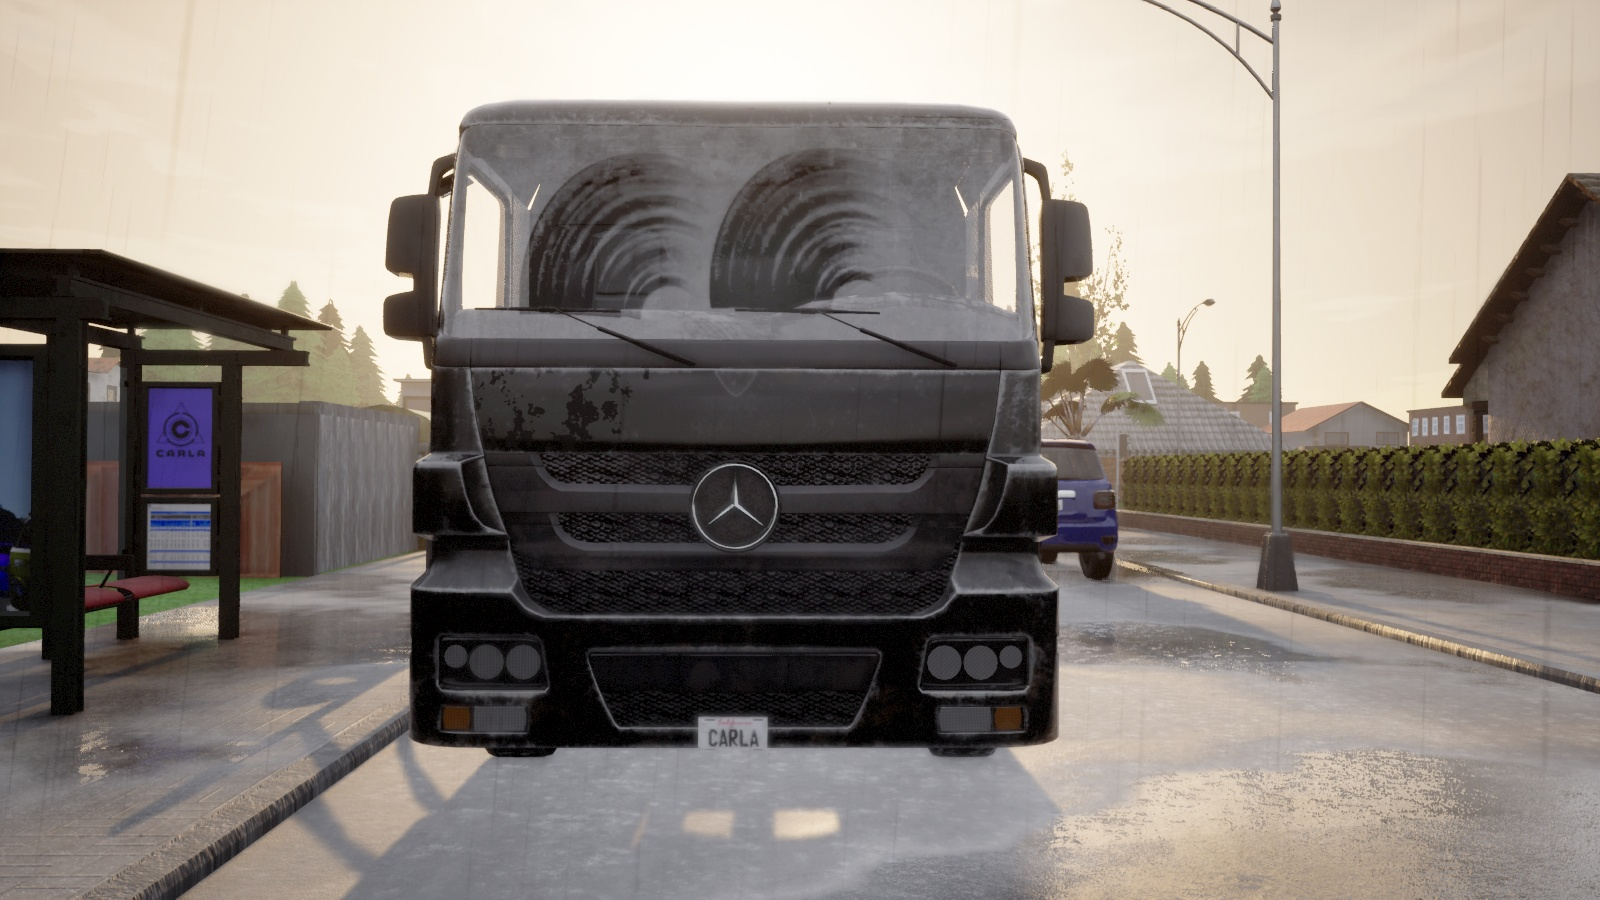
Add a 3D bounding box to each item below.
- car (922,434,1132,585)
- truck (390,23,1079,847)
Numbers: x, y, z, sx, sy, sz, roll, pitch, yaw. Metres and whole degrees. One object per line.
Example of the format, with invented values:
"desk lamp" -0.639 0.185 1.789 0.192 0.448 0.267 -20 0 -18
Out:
"car" 3.358 0.852 19.827 2.150 2.045 5.566 0 -1 -2
"truck" -0.345 -0.011 9.266 2.891 3.462 7.936 0 -1 -1
